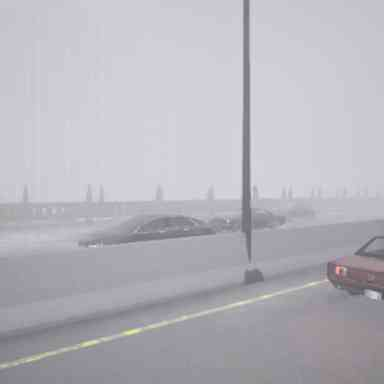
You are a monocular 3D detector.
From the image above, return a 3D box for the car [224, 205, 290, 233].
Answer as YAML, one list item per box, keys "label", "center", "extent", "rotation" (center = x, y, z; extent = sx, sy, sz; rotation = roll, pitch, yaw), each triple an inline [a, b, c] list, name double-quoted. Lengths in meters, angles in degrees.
- label: "car"
  center: [3.216, 1.596, 19.151]
  extent: [4.718, 1.301, 1.895]
  rotation: [0, 0, -35]

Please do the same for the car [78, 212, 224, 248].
- label: "car"
  center: [-1.424, 1.501, 11.564]
  extent: [4.892, 1.490, 1.837]
  rotation: [0, 0, -35]

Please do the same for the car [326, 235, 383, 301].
- label: "car"
  center: [5.142, 1.600, 7.394]
  extent: [4.718, 1.301, 1.895]
  rotation: [0, 0, -35]

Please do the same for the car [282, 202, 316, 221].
- label: "car"
  center: [8.162, 1.520, 26.952]
  extent: [4.674, 1.442, 1.812]
  rotation: [0, 0, -35]
